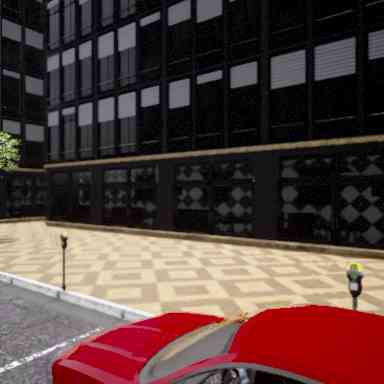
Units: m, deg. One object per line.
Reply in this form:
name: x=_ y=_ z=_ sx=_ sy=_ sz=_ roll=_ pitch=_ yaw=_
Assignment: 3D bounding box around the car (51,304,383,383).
car: x=0.785 y=1.547 z=2.313 sx=4.507 sy=1.381 sz=1.887 roll=0 pitch=0 yaw=36
